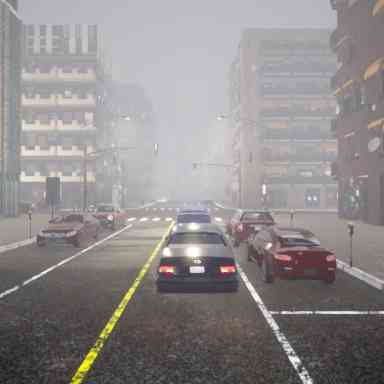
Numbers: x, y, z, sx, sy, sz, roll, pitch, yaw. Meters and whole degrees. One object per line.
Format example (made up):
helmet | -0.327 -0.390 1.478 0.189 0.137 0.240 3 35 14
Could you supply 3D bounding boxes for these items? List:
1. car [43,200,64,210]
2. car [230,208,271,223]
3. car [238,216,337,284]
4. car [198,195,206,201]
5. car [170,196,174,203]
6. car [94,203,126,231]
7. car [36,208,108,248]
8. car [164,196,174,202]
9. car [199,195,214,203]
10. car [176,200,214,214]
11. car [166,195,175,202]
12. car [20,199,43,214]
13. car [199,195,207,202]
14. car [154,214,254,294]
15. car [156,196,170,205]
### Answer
car | -17.618 1.591 39.760 4.313 1.339 1.947 0 -1 0
car | 2.578 1.444 14.842 1.967 1.590 4.097 1 0 0
car | 2.575 1.584 9.293 1.802 1.307 4.206 1 0 0
car | 2.587 1.563 86.967 2.008 1.369 4.403 1 0 0
car | -5.296 1.536 69.756 1.752 1.417 4.829 1 0 0
car | -5.310 1.445 20.371 1.967 1.590 4.097 1 0 0
car | -5.309 1.585 14.821 1.802 1.307 4.206 1 0 0
car | -5.295 1.577 75.597 1.947 1.339 4.313 1 0 0
car | 2.582 1.560 52.941 2.008 1.369 4.403 1 0 0
car | 0.095 1.482 19.590 1.882 1.535 5.008 0 0 0
car | -5.294 1.556 81.267 1.887 1.381 4.507 1 0 0
car | -17.557 1.241 31.884 5.009 1.841 2.192 0 -1 0
car | 2.586 1.556 81.296 1.887 1.381 4.507 1 0 0
car | 0.101 1.550 8.948 2.033 1.411 5.357 0 0 0
car | -5.297 1.535 58.413 1.752 1.417 4.829 1 0 0
